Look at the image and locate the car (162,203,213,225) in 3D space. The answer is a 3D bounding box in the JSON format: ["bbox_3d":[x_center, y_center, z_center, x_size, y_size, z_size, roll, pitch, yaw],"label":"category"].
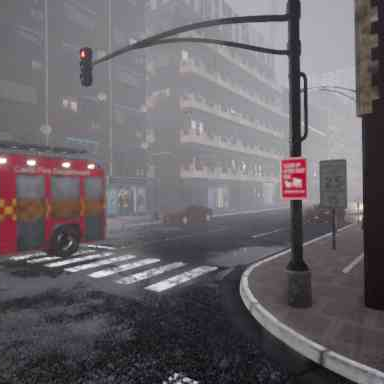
[{"bbox_3d":[-0.255,1.512,23.839,1.887,1.381,4.507,-1,0,36],"label":"car"}]

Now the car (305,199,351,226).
[{"bbox_3d":[8.672,1.371,21.452,1.887,1.381,4.507,-1,0,36],"label":"car"}]

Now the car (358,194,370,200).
[{"bbox_3d":[42.134,1.228,81.462,1.947,1.339,4.313,-1,0,36],"label":"car"}]

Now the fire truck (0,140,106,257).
[{"bbox_3d":[-6.812,0.338,10.150,2.891,3.827,8.468,0,0,36],"label":"fire truck"}]

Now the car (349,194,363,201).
[{"bbox_3d":[35.416,1.290,72.296,1.802,1.307,4.206,-1,0,36],"label":"car"}]
